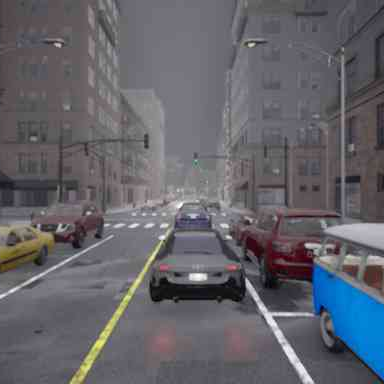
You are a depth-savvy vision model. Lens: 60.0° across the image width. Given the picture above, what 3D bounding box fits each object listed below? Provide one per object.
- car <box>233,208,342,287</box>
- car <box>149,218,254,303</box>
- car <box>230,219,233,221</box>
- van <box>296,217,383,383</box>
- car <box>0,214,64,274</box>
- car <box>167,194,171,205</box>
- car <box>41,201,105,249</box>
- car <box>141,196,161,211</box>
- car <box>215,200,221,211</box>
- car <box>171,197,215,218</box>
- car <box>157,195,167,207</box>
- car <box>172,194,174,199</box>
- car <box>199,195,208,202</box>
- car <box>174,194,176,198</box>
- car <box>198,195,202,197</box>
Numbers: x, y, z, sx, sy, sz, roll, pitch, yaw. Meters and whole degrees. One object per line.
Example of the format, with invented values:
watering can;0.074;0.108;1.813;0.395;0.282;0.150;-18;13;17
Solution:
car;2.643;1.334;9.284;2.192;1.841;5.009;0;0;0
car;0.094;1.581;8.298;1.994;1.385;4.181;0;0;-1
car;2.646;1.611;14.962;1.802;1.307;4.206;0;0;0
van;2.639;1.349;3.605;1.690;1.788;3.998;0;0;0
car;-5.395;1.543;9.119;1.752;1.417;4.829;0;0;0
car;-5.376;1.430;58.422;2.192;1.841;5.009;0;0;0
car;-5.392;1.344;14.968;2.192;1.841;5.009;0;0;0
car;-5.392;1.607;41.805;1.752;1.417;4.829;0;0;0
car;2.662;1.632;41.971;2.008;1.369;4.403;0;0;0
car;0.081;1.391;20.373;2.097;1.767;4.553;0;0;0
car;-5.381;1.629;52.769;1.752;1.417;4.829;0;0;0
car;-5.366;1.578;69.385;1.967;1.590;4.097;0;0;0
car;2.684;1.600;80.345;1.967;1.590;4.097;0;0;0
car;-5.361;1.700;74.867;2.008;1.369;4.403;0;0;0
car;2.678;1.688;69.380;2.008;1.369;4.403;0;0;0
